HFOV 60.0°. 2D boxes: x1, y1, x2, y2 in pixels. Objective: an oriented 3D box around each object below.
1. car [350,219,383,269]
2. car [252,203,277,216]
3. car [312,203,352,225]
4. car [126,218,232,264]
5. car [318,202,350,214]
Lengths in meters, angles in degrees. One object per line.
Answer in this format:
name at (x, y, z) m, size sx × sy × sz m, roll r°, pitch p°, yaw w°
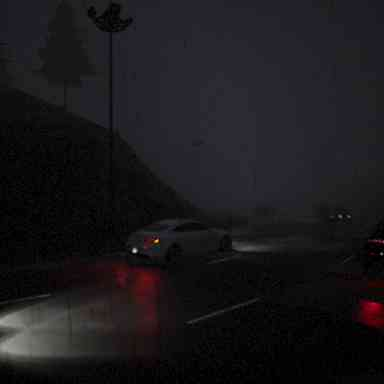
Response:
car at (7.007, 1.619, 10.923) m, size 2.128 × 1.511 × 4.902 m, roll -1°, pitch -1°, yaw 38°
car at (8.639, 2.095, 39.986) m, size 2.128 × 1.511 × 4.902 m, roll 0°, pitch -1°, yaw -5°
car at (11.499, 1.909, 27.208) m, size 2.033 × 1.411 × 5.357 m, roll -1°, pitch -1°, yaw 10°
car at (-0.360, 1.754, 12.916) m, size 1.812 × 1.442 × 4.674 m, roll -1°, pitch -1°, yaw 43°
car at (18.801, 2.109, 44.299) m, size 1.812 × 1.442 × 4.674 m, roll 0°, pitch -1°, yaw -8°
